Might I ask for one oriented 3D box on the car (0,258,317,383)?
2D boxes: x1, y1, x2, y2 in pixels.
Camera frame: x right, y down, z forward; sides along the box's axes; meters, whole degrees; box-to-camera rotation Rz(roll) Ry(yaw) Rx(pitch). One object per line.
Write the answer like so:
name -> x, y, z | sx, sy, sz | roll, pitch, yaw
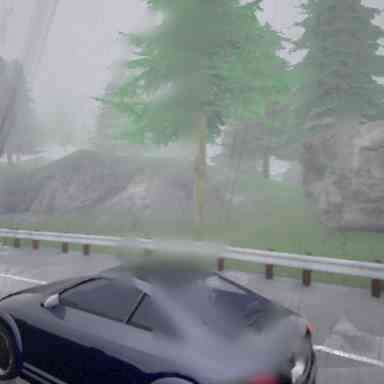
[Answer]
car -> -0.716, 1.554, 4.086 | 4.181, 1.385, 1.994 | 0, 0, 34
